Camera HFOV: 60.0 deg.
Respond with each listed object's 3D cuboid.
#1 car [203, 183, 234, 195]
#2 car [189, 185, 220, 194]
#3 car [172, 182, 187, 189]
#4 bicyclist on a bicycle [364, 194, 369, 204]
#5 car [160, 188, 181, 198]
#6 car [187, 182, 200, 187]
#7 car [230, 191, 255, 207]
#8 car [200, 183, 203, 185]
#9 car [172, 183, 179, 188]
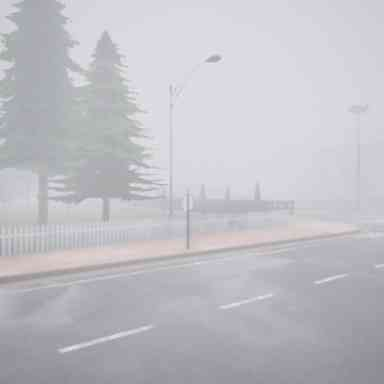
[{"bbox_3d":[5.212,-0.323,67.843,2.150,2.045,5.566,0,7,-37],"label":"car"},{"bbox_3d":[2.410,0.010,65.746,2.033,1.411,5.357,0,6,-37],"label":"car"},{"bbox_3d":[-3.851,-1.456,74.072,1.882,1.535,5.008,0,7,-37],"label":"car"},{"bbox_3d":[29.029,1.222,55.195,1.656,1.620,0.582,0,1,-37],"label":"bicyclist on a bicycle"},{"bbox_3d":[-3.468,0.667,50.121,2.097,1.767,4.553,0,4,-37],"label":"car"},{"bbox_3d":[-1.026,-1.578,76.139,2.097,1.767,4.553,0,7,-37],"label":"car"},{"bbox_3d":[7.755,1.165,46.871,2.097,1.767,4.553,0,2,-37],"label":"car"},{"bbox_3d":[1.741,-1.418,78.283,2.128,1.511,4.902,0,7,-37],"label":"car"},{"bbox_3d":[-5.309,-0.468,64.347,1.882,1.535,5.008,0,7,-37],"label":"car"}]
